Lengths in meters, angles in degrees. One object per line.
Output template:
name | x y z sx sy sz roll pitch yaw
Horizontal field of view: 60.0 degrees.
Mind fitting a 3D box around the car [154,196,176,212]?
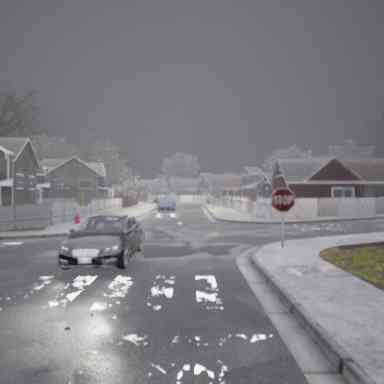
car | -2.841 1.485 37.650 1.882 1.535 5.008 0 1 0

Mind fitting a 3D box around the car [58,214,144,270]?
car | -2.763 1.506 11.005 2.128 1.511 4.902 0 0 0

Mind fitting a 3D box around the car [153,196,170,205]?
car | -5.849 1.562 62.789 1.812 1.442 4.674 0 1 -23
